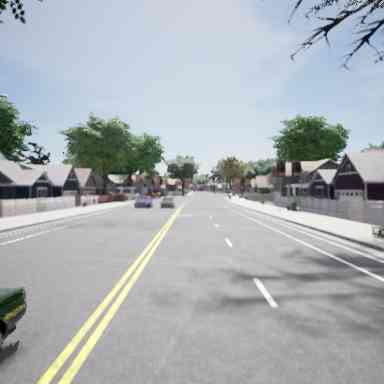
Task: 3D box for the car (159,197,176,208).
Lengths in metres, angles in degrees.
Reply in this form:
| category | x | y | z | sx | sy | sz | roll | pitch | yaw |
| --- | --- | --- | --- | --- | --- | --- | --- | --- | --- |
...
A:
| category | x | y | z | sx | sy | sz | roll | pitch | yaw |
| --- | --- | --- | --- | --- | --- | --- | --- | --- | --- |
| car | -3.289 | 1.424 | 45.377 | 1.837 | 1.490 | 4.892 | 0 | 1 | 1 |

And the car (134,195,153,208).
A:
| category | x | y | z | sx | sy | sz | roll | pitch | yaw |
| --- | --- | --- | --- | --- | --- | --- | --- | --- | --- |
| car | -6.534 | 1.272 | 45.143 | 2.097 | 1.767 | 4.553 | 0 | 0 | 1 |

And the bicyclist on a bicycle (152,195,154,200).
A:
| category | x | y | z | sx | sy | sz | roll | pitch | yaw |
| --- | --- | --- | --- | --- | --- | --- | --- | --- | --- |
| bicyclist on a bicycle | -8.078 | 1.189 | 68.415 | 0.659 | 1.776 | 1.843 | 0 | 0 | 3 |

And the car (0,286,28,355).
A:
| category | x | y | z | sx | sy | sz | roll | pitch | yaw |
| --- | --- | --- | --- | --- | --- | --- | --- | --- | --- |
| car | -3.350 | 1.598 | 2.660 | 1.895 | 1.301 | 4.718 | 0 | 0 | 0 |
